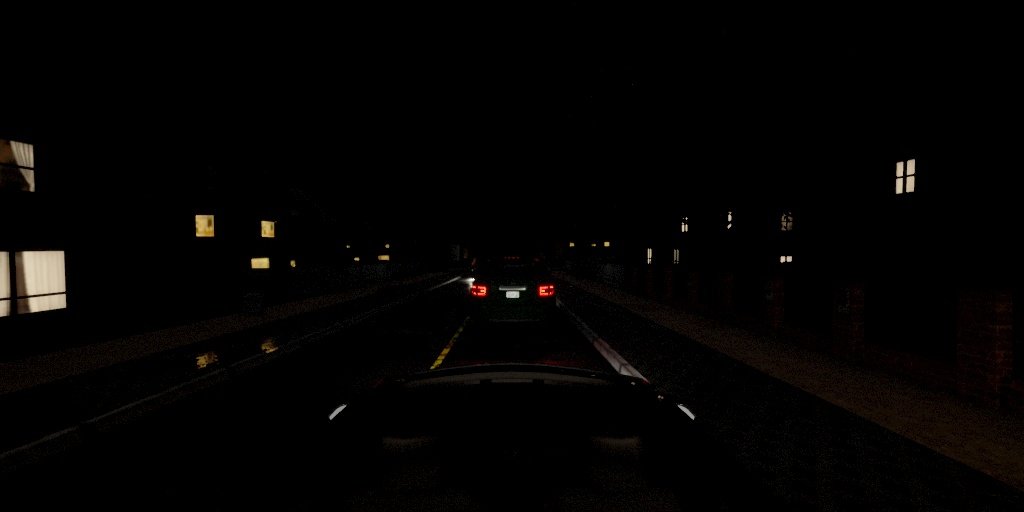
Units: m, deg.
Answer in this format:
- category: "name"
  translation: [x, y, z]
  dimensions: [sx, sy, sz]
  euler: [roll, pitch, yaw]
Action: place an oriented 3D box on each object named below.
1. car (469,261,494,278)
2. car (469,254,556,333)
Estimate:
- category: "car"
  translation: [-2.866, 1.241, 34.781]
  dimensions: [1.882, 1.535, 5.008]
  euler: [0, 0, 0]
- category: "car"
  translation: [0.032, 0.970, 10.814]
  dimensions: [2.150, 2.045, 5.566]
  euler: [0, 0, 0]
